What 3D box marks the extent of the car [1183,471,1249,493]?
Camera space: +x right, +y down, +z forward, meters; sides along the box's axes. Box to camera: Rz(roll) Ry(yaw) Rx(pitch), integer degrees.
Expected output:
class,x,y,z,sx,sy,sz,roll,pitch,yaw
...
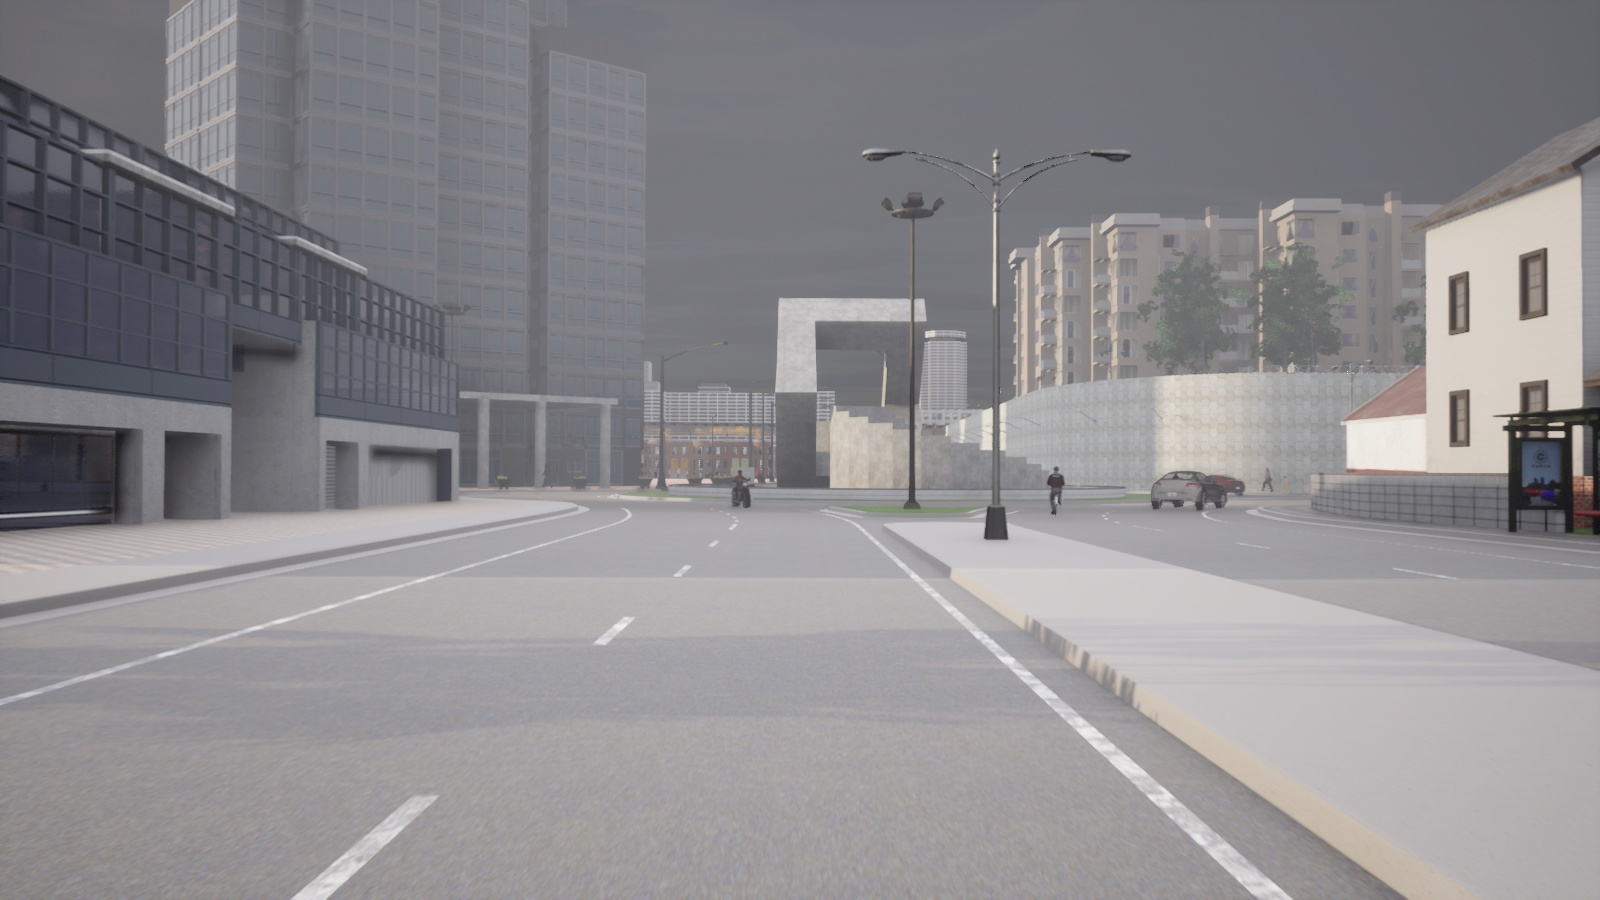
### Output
class,x,y,z,sx,sy,sz,roll,pitch,yaw
car,27.979,2.144,84.607,1.812,1.442,4.674,0,-1,-18

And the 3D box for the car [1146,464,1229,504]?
class,x,y,z,sx,sy,sz,roll,pitch,yaw
car,16.782,1.433,54.181,2.152,1.651,5.027,-1,-1,33

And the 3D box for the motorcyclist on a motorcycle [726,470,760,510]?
class,x,y,z,sx,sy,sz,roll,pitch,yaw
motorcyclist on a motorcycle,-2.422,1.665,53.173,0.766,1.649,2.350,0,-1,-19
